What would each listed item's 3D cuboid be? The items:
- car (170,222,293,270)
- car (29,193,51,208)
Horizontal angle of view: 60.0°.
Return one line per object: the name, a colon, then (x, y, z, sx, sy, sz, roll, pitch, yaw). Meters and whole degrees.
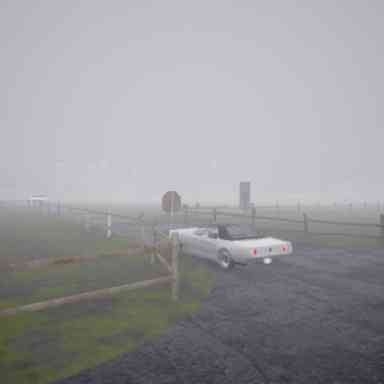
car: (1.021, 1.686, 11.474, 1.895, 1.301, 4.718, 1, 0, -32)
car: (-21.749, 1.197, 47.371, 2.150, 2.045, 5.566, 1, 0, -34)
